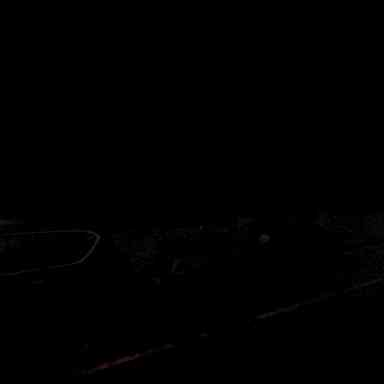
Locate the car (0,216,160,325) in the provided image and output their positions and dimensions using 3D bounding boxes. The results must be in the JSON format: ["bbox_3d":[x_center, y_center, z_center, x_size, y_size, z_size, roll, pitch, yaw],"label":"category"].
[{"bbox_3d":[-3.180,1.315,4.262,5.009,1.841,2.192,0,0,-35],"label":"car"}]

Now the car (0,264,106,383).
[{"bbox_3d":[-3.029,1.505,1.222,4.892,1.490,1.837,0,0,-35],"label":"car"}]

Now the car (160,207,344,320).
[{"bbox_3d":[1.417,1.314,7.530,5.009,1.841,2.192,0,0,-35],"label":"car"}]
